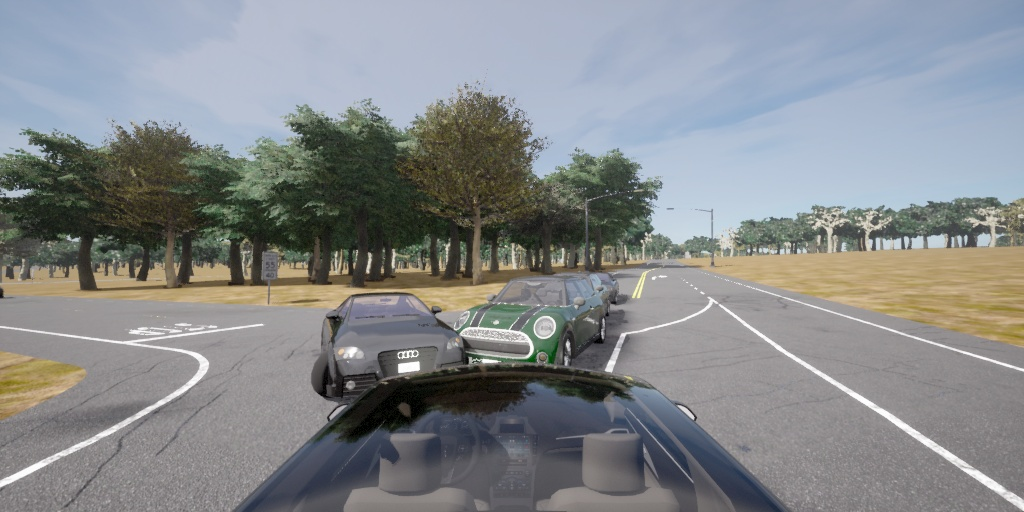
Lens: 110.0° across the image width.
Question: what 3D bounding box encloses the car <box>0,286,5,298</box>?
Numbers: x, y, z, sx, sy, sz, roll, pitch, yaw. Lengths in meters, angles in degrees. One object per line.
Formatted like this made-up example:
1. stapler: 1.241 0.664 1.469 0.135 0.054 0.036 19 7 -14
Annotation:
1. car: -41.115 2.568 27.450 4.181 1.385 1.994 -2 -3 22

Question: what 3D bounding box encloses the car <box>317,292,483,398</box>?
1. car: -2.352 1.375 6.578 1.994 1.385 4.181 1 -2 -29

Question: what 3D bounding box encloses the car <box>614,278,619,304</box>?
1. car: 4.221 1.509 17.823 1.994 1.385 4.181 -1 0 19

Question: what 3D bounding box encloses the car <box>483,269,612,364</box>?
1. car: 0.620 1.217 7.783 2.097 1.767 4.553 -1 -2 26

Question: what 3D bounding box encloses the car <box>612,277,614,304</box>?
1. car: 2.027 1.344 12.096 2.097 1.767 4.553 -1 -1 21
